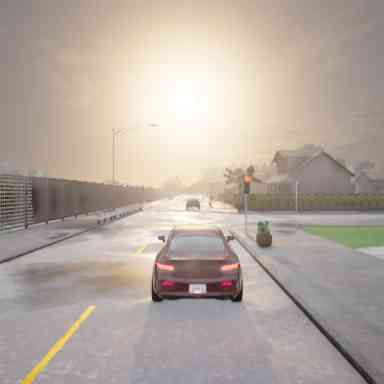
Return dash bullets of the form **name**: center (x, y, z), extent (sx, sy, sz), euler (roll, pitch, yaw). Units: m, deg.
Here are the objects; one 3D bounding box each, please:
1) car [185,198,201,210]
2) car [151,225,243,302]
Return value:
- **car**: center (0.163, 1.524, 44.093), extent (1.837, 1.490, 4.892), euler (0, 0, 0)
- **car**: center (0.104, 1.529, 8.132), extent (1.812, 1.442, 4.674), euler (0, 0, 0)
